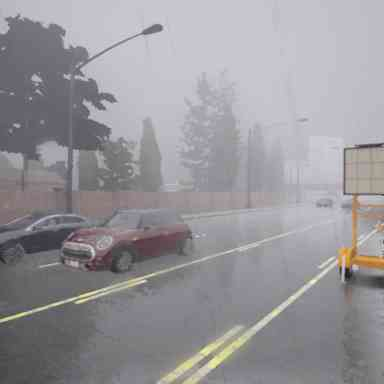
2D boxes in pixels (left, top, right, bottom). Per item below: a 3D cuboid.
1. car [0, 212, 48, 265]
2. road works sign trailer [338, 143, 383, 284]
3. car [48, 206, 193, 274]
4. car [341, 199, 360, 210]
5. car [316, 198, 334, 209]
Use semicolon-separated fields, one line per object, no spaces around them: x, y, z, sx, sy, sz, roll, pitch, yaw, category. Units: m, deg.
-5.379;1.491;11.952;2.128;1.511;4.902;0;0;35;car
5.364;0.489;8.858;2.380;3.560;2.880;0;0;35;road works sign trailer
-1.905;1.360;10.823;2.097;1.767;4.553;0;0;35;car
21.578;1.659;45.043;2.033;1.411;5.357;0;0;33;car
19.103;1.609;47.742;1.837;1.490;4.892;0;0;32;car
